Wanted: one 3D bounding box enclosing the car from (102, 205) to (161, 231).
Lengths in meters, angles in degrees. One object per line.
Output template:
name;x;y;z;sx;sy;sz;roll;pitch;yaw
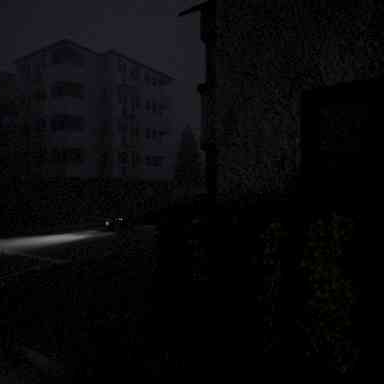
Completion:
car;-3.606;1.591;21.636;2.128;1.511;4.902;0;0;35
